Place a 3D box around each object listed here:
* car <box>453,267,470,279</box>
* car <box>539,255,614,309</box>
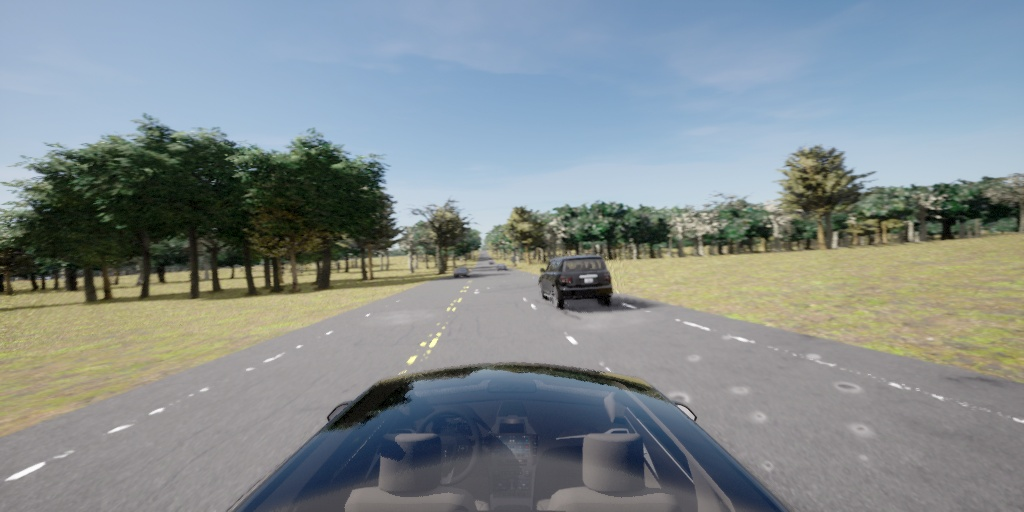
[{"bbox_3d":[-6.883,2.288,49.145,1.837,1.490,4.892,-4,-1,-1],"label":"car"},{"bbox_3d":[2.568,1.031,15.630,2.150,2.045,5.566,-3,-1,-5],"label":"car"}]
